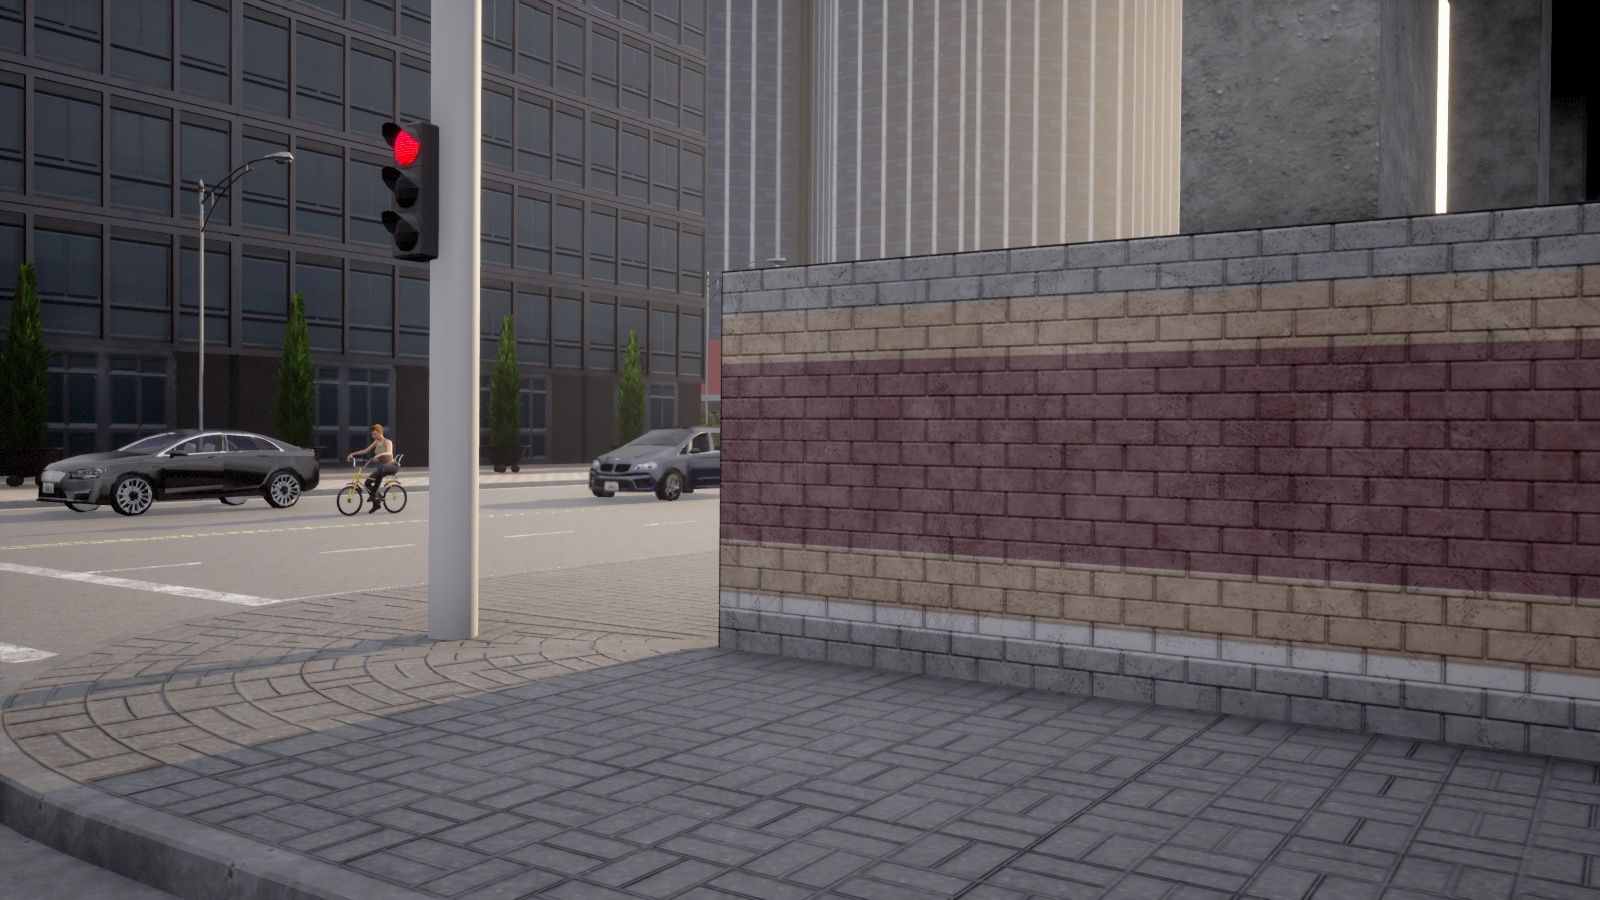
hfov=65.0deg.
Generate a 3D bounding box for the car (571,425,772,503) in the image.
[{"bbox_3d":[-2.899,0.256,29.390,2.242,1.667,4.611,0,1,34],"label":"car"}]

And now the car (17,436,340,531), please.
[{"bbox_3d":[-11.276,0.529,23.165,2.128,1.511,4.902,0,1,34],"label":"car"}]

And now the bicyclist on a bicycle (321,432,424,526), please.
[{"bbox_3d":[-7.597,0.487,22.361,0.866,1.612,1.509,0,1,34],"label":"bicyclist on a bicycle"}]
